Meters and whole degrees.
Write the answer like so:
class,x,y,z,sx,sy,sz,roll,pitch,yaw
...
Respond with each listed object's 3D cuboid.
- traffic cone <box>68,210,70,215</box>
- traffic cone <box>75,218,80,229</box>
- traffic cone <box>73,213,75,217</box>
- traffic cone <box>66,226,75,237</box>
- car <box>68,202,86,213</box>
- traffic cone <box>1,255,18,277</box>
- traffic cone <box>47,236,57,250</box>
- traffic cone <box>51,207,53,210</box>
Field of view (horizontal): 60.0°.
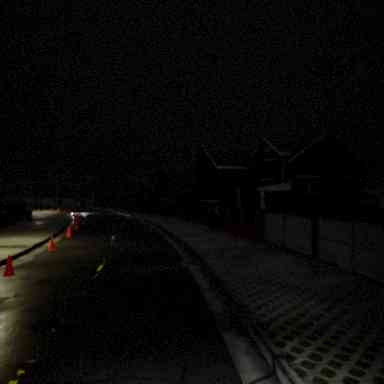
class,x,y,z,sx,sy,sz,roll,pitch,yaw
traffic cone,-15.476,2.569,42.084,0.340,0.580,0.340,0,0,-27
traffic cone,-8.342,2.355,23.930,0.340,0.580,0.340,0,-1,-16
traffic cone,-11.483,2.479,33.175,0.340,0.580,0.340,0,-1,-21
traffic cone,-7.098,2.280,19.208,0.340,0.580,0.340,0,-1,-13
car,-16.810,2.177,48.475,1.812,1.442,4.674,0,0,-31
traffic cone,-5.278,2.117,9.615,0.340,0.580,0.340,0,-1,-8
traffic cone,-6.075,2.199,14.433,0.340,0.580,0.340,0,-1,-11
traffic cone,-22.979,2.664,54.655,0.340,0.580,0.340,0,0,-35
